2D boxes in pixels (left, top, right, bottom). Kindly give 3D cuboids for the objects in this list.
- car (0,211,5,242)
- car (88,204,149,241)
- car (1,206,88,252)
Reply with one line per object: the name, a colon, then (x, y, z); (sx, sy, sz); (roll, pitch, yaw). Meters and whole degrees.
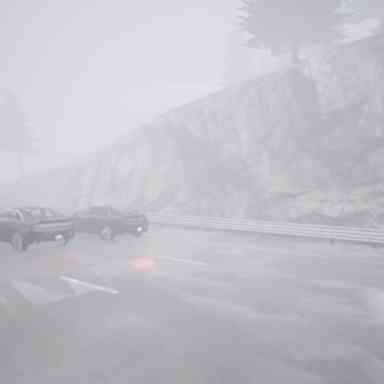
car: (-7.372, 1.338, 9.196); (4.892, 1.490, 1.837); (-1, 0, 36)
car: (-4.186, 1.325, 15.531); (4.892, 1.490, 1.837); (0, 0, 36)
car: (-6.568, 1.308, 12.933); (4.902, 1.511, 2.128); (1, 1, 36)
